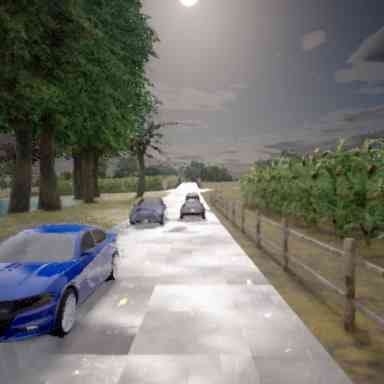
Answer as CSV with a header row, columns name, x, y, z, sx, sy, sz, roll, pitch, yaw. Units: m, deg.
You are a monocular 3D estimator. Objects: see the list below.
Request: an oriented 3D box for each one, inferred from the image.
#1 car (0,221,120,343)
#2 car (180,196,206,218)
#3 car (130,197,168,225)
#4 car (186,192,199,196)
name,x,y,z,sx,sy,sz,roll,pitch,yaw
car,-2.819,1.434,6.787,1.882,1.535,5.008,0,0,0
car,0.059,1.264,26.529,1.994,1.385,4.181,0,1,0
car,-2.762,1.131,22.060,2.097,1.767,4.553,0,1,0
car,0.073,0.744,43.657,1.882,1.535,5.008,0,2,0
